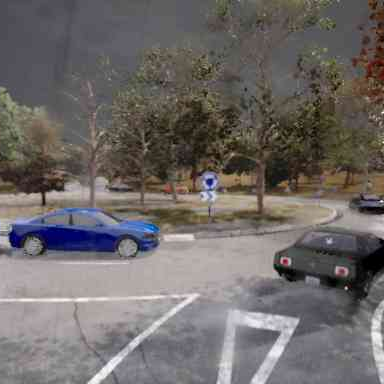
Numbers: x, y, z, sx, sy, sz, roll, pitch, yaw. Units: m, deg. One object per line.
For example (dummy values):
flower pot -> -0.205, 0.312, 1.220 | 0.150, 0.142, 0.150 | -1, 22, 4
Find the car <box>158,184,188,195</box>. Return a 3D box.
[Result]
car -> -2.922, -0.462, 50.886 | 4.553, 1.767, 2.097 | 1, 3, 6

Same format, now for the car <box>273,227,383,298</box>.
car -> 4.043, 1.605, 8.906 | 1.895, 1.301, 4.718 | 3, 2, 40

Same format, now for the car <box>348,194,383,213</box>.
car -> 13.708, 0.805, 26.161 | 1.994, 1.385, 4.181 | 1, 2, 13

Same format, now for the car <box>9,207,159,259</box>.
car -> -3.650, 1.316, 11.587 | 5.008, 1.535, 1.882 | 1, 3, 2

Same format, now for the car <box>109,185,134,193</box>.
car -> -12.004, -0.510, 56.448 | 4.718, 1.301, 1.895 | 2, 3, 38
